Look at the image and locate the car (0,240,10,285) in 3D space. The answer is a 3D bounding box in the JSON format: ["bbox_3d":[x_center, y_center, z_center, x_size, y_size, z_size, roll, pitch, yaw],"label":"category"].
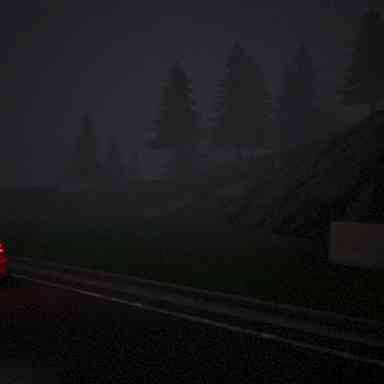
[{"bbox_3d":[-6.636,1.432,8.410,4.553,1.767,2.097,-1,0,35],"label":"car"}]
